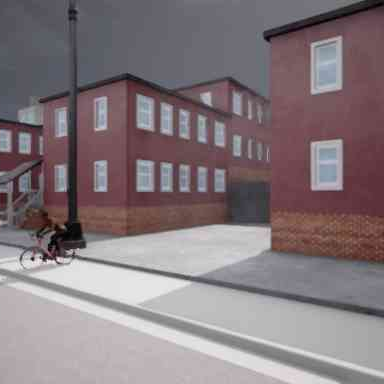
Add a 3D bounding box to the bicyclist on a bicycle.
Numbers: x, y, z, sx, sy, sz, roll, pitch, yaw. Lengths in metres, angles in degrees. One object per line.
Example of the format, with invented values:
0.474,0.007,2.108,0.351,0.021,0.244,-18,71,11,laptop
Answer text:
-4.054,1.365,9.463,0.582,1.620,1.656,0,-1,37,bicyclist on a bicycle
